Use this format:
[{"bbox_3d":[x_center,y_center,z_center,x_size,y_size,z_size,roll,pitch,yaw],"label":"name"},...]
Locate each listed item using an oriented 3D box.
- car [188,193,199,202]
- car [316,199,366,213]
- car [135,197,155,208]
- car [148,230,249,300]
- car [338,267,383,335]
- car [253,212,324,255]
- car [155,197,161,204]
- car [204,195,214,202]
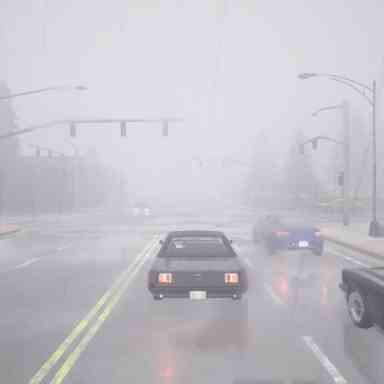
[{"bbox_3d":[0.336,1.225,74.891,2.150,2.045,5.566,0,0,0],"label":"car"},{"bbox_3d":[16.084,1.478,36.090,5.008,1.535,1.882,0,0,0],"label":"car"},{"bbox_3d":[-6.887,1.526,47.408,1.812,1.442,4.674,0,0,0],"label":"car"},{"bbox_3d":[0.100,1.601,8.320,1.895,1.301,4.718,0,0,0],"label":"car"},{"bbox_3d":[3.614,1.601,4.008,1.895,1.301,4.718,0,0,0],"label":"car"},{"bbox_3d":[3.638,1.526,13.111,1.812,1.442,4.674,0,0,0],"label":"car"},{"bbox_3d":[-6.793,1.563,61.714,1.994,1.385,4.181,0,0,1],"label":"car"},{"bbox_3d":[3.840,1.355,74.996,2.097,1.767,4.553,0,0,0],"label":"car"}]
